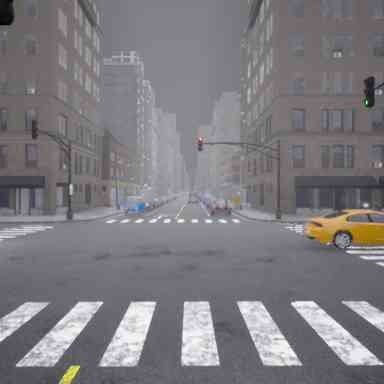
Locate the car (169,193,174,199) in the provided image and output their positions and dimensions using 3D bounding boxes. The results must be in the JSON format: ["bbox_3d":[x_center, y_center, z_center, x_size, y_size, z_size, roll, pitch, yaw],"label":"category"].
[{"bbox_3d":[-5.562,1.529,73.030,1.887,1.381,4.507,0,0,0],"label":"car"}]

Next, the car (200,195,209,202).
[{"bbox_3d":[2.987,1.421,78.674,1.967,1.590,4.097,0,0,0],"label":"car"}]

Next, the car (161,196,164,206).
[{"bbox_3d":[-5.655,1.575,50.357,1.802,1.307,4.206,0,0,0],"label":"car"}]

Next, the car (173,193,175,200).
[{"bbox_3d":[-5.539,1.507,78.529,1.752,1.417,4.829,0,0,0],"label":"car"}]

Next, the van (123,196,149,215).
[{"bbox_3d":[-5.725,1.337,33.352,1.690,1.788,3.998,0,0,0],"label":"van"}]

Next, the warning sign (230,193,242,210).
[{"bbox_3d":[5.226,1.110,39.304,1.300,1.860,1.060,0,0,0],"label":"warning sign"}]

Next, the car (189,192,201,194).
[{"bbox_3d":[0.296,1.025,72.924,2.150,2.045,5.566,0,0,0],"label":"car"}]

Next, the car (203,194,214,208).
[{"bbox_3d":[2.847,1.434,44.658,1.967,1.590,4.097,0,0,0],"label":"car"}]

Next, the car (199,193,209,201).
[{"bbox_3d":[3.010,1.293,84.342,2.192,1.841,5.009,0,0,0],"label":"car"}]

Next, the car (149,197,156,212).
[{"bbox_3d":[-5.702,1.435,39.021,1.967,1.590,4.097,0,0,0],"label":"car"}]

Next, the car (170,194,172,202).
[{"bbox_3d":[-5.585,1.553,67.362,1.947,1.339,4.313,0,0,0],"label":"car"}]

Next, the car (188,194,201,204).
[{"bbox_3d":[0.255,1.553,62.890,1.994,1.385,4.181,0,0,0],"label":"car"}]

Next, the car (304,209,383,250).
[{"bbox_3d":[7.317,1.487,13.920,5.008,1.535,1.882,0,0,0],"label":"car"}]

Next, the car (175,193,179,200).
[{"bbox_3d":[-5.492,1.289,90.035,2.192,1.841,5.009,0,0,0],"label":"car"}]

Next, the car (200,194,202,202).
[{"bbox_3d":[2.918,1.515,61.835,1.752,1.417,4.829,0,0,0],"label":"car"}]

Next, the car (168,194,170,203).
[{"bbox_3d":[-5.609,1.515,61.524,1.752,1.417,4.829,0,0,0],"label":"car"}]

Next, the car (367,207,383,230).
[{"bbox_3d":[13.747,1.611,20.656,4.718,1.301,1.895,0,0,0],"label":"car"}]

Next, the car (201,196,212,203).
[{"bbox_3d":[2.940,1.538,67.335,2.008,1.369,4.403,0,0,0],"label":"car"}]

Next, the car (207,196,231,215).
[{"bbox_3d":[2.801,1.436,33.320,1.967,1.590,4.097,0,0,0],"label":"car"}]

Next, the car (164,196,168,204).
[{"bbox_3d":[-5.632,1.558,56.026,1.947,1.339,4.313,0,0,0],"label":"car"}]

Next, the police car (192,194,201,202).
[{"bbox_3d":[1.119,1.406,79.417,1.930,1.638,5.238,0,0,-1],"label":"police car"}]

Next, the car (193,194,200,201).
[{"bbox_3d":[1.151,1.430,89.512,1.801,1.575,5.366,0,0,0],"label":"car"}]

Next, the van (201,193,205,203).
[{"bbox_3d":[2.893,1.333,55.996,1.690,1.788,3.998,0,0,0],"label":"van"}]

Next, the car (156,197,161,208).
[{"bbox_3d":[-5.678,1.560,44.689,1.947,1.339,4.313,0,0,0],"label":"car"}]
